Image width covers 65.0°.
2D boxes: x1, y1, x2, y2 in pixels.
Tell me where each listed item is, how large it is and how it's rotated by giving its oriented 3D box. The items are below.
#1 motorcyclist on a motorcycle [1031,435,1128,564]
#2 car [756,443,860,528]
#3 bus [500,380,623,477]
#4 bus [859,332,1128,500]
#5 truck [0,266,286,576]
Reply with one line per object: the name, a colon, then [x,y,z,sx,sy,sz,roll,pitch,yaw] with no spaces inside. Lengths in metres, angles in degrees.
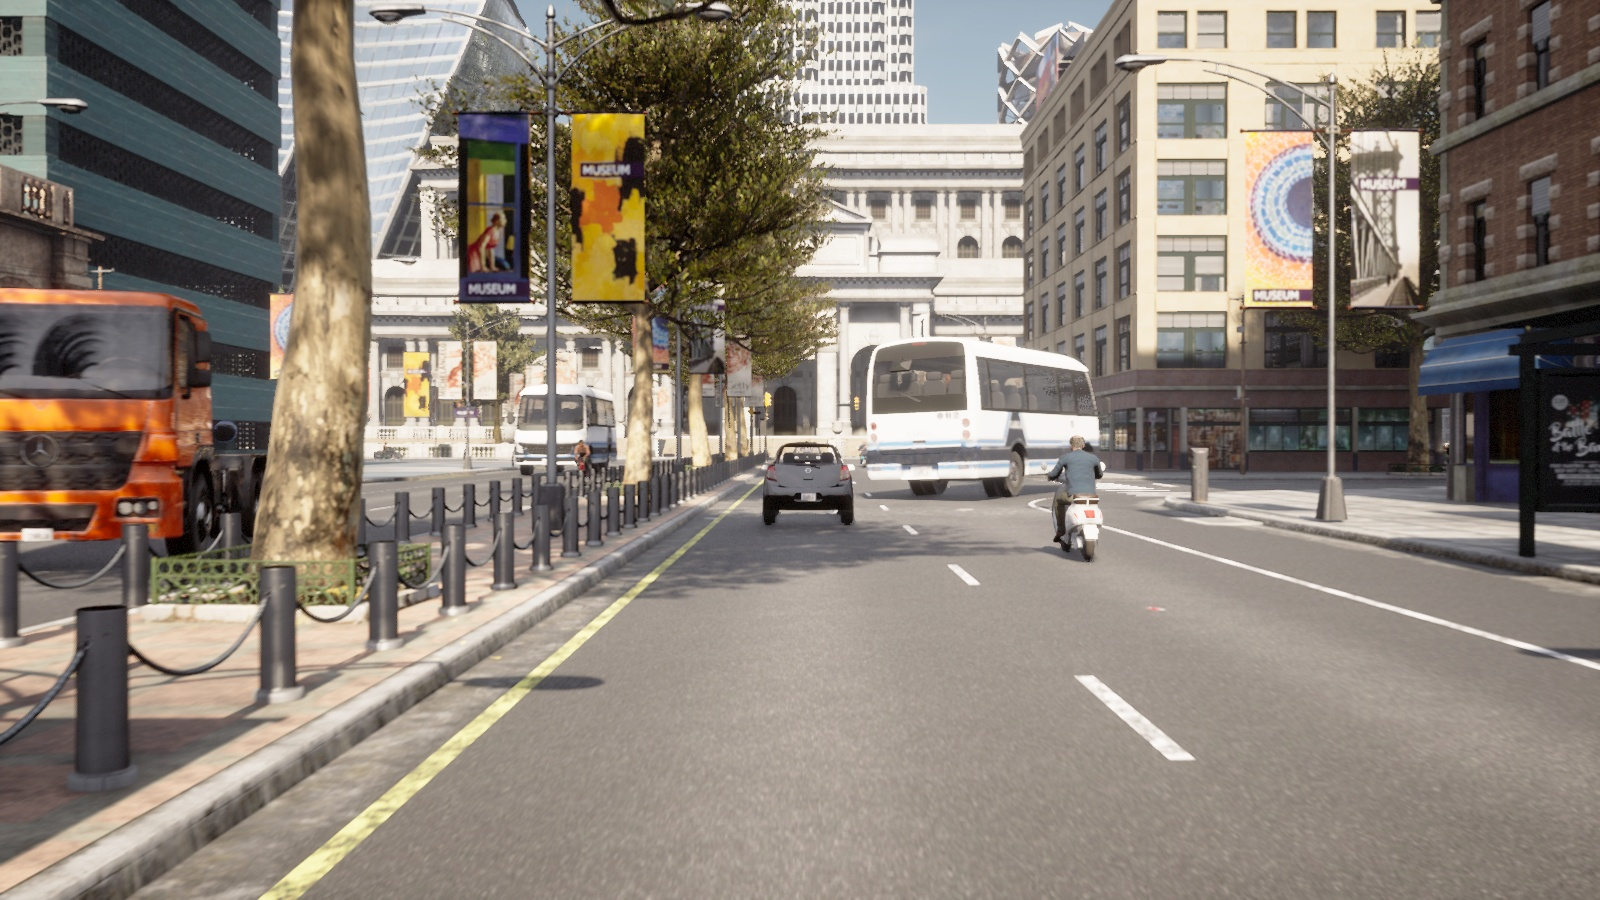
motorcyclist on a motorcycle: [3.608,0.610,16.392,0.866,1.590,1.817,0,0,0]
car: [0.152,0.624,24.131,1.845,1.501,3.633,0,0,0]
bus: [-11.191,-0.979,60.307,3.944,4.253,10.273,0,0,0]
bus: [6.064,-0.835,37.163,3.944,4.253,10.273,-2,-1,33]
truck: [-9.546,-0.344,17.949,2.891,3.462,7.936,0,0,-13]
